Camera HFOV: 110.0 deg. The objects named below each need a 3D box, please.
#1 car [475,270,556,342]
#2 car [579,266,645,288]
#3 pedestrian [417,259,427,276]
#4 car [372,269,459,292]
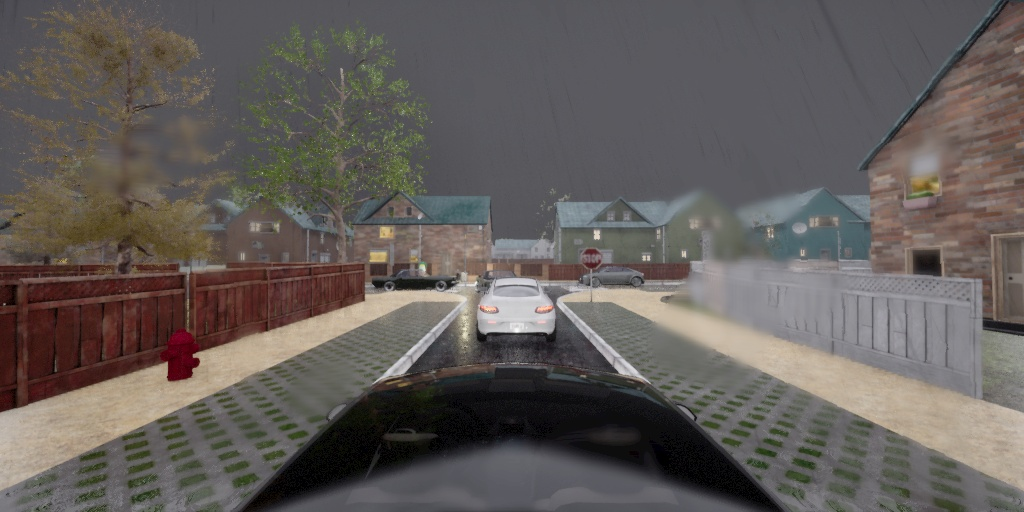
[{"bbox_3d":[0.097,1.279,9.713,1.812,1.442,4.674,0,0,0],"label":"car"},{"bbox_3d":[6.523,1.344,23.712,4.181,1.385,1.994,0,-1,1],"label":"car"},{"bbox_3d":[-6.718,1.119,26.797,0.375,1.860,0.375,0,-1,1],"label":"pedestrian"},{"bbox_3d":[-5.496,1.416,20.913,4.718,1.301,1.895,-1,-1,1],"label":"car"}]
